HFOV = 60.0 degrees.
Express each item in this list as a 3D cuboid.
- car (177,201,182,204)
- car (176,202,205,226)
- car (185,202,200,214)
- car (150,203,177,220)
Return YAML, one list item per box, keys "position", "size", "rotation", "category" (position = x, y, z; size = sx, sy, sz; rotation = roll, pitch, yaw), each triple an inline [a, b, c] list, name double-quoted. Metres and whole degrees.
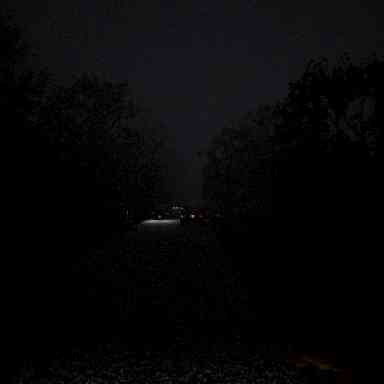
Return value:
- position: [-2.642, 2.715, 73.122]
  size: [1.994, 1.385, 4.181]
  rotation: [0, -1, 0]
  category: "car"
- position: [0.051, 1.770, 25.680]
  size: [2.033, 1.411, 5.357]
  rotation: [0, -1, 0]
  category: "car"
- position: [0.059, 2.082, 43.075]
  size: [1.812, 1.442, 4.674]
  rotation: [0, -1, 0]
  category: "car"
- position: [-2.894, 1.887, 32.554]
  size: [2.033, 1.411, 5.357]
  rotation: [0, -1, 0]
  category: "car"
